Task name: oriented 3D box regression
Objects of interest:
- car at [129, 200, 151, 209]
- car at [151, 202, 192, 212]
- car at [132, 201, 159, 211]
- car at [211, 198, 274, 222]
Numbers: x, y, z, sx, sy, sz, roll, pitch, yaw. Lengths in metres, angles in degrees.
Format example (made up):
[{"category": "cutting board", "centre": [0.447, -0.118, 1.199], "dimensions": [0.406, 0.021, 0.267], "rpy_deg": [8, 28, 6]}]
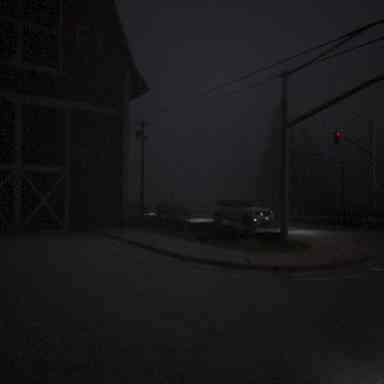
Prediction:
[{"category": "car", "centre": [-7.277, 1.846, 41.880], "dimensions": [1.837, 1.490, 4.892], "rpy_deg": [1, -1, -34]}, {"category": "car", "centre": [-1.894, 1.800, 34.015], "dimensions": [1.882, 1.535, 5.008], "rpy_deg": [1, -1, -35]}, {"category": "car", "centre": [-6.771, 2.000, 47.667], "dimensions": [1.895, 1.301, 4.718], "rpy_deg": [1, -1, -34]}, {"category": "car", "centre": [3.745, 1.525, 25.786], "dimensions": [2.150, 2.045, 5.566], "rpy_deg": [1, -1, -34]}]
